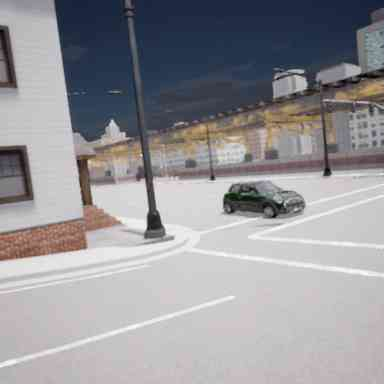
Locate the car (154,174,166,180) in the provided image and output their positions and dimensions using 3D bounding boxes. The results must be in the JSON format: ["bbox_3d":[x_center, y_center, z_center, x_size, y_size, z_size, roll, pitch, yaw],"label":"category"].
[{"bbox_3d":[-8.356,-3.943,86.593,1.853,1.218,4.536,-6,5,9],"label":"car"}]

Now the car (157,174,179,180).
[{"bbox_3d":[-5.658,-3.939,82.759,4.536,1.218,1.853,-5,5,19],"label":"car"}]

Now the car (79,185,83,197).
[{"bbox_3d":[-16.456,-0.036,46.392,2.150,2.045,5.566,-9,6,-35],"label":"car"}]

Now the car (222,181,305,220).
[{"bbox_3d":[3.626,0.220,17.558,2.097,1.767,4.553,-9,6,-34],"label":"car"}]
